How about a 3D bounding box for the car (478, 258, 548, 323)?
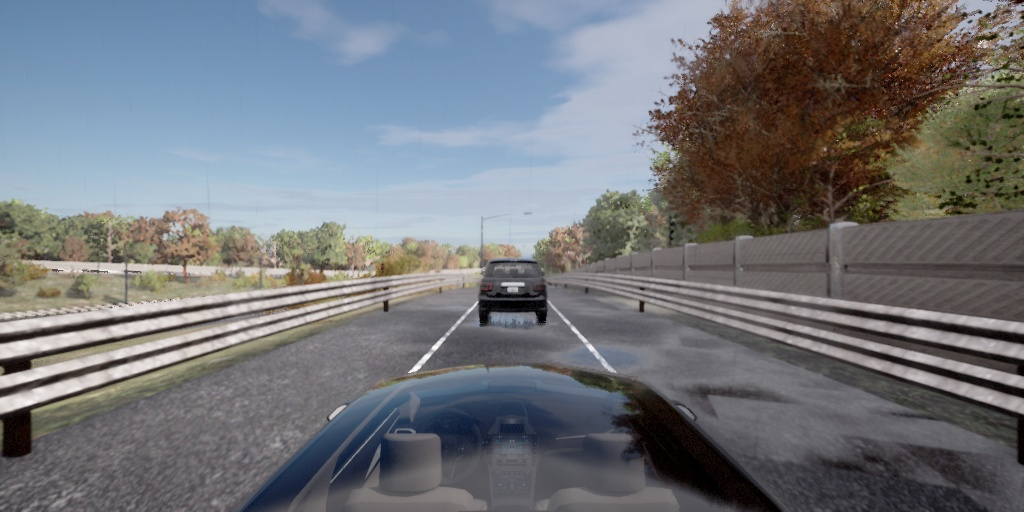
[{"bbox_3d":[0.047,1.135,12.999,2.150,2.045,5.566,0,-2,0],"label":"car"}]
